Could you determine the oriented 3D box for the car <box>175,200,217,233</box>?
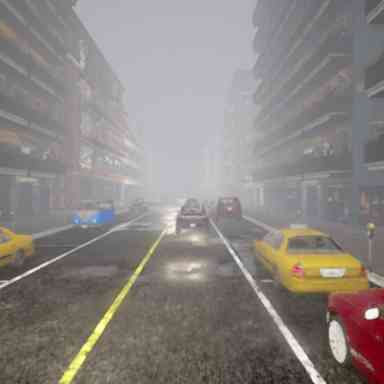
[{"bbox_3d":[0.052,1.454,19.137,2.128,1.511,4.902,0,0,0],"label":"car"}]

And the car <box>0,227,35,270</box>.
[{"bbox_3d":[-5.708,1.515,8.309,1.752,1.417,4.829,0,0,0],"label":"car"}]

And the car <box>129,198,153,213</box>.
[{"bbox_3d":[-5.784,1.397,36.787,1.967,1.590,4.097,0,0,0],"label":"car"}]

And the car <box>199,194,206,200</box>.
[{"bbox_3d":[2.552,1.377,53.771,1.967,1.590,4.097,0,0,0],"label":"car"}]

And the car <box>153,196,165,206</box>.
[{"bbox_3d":[-5.828,1.478,53.604,1.752,1.417,4.829,0,0,0],"label":"car"}]

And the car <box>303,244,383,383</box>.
[{"bbox_3d":[2.687,1.532,2.820,1.887,1.381,4.507,0,0,0],"label":"car"}]

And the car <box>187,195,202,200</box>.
[{"bbox_3d":[-0.006,1.468,42.500,1.812,1.442,4.674,0,0,0],"label":"car"}]

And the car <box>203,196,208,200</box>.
[{"bbox_3d":[2.597,1.492,36.786,2.008,1.369,4.403,0,0,0],"label":"car"}]

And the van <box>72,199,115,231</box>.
[{"bbox_3d":[-5.740,1.312,19.802,1.690,1.788,3.998,0,0,0],"label":"van"}]

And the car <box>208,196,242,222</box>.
[{"bbox_3d":[2.626,1.265,25.461,2.192,1.841,5.009,0,0,0],"label":"car"}]

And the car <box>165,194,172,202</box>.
[{"bbox_3d":[-5.873,1.545,70.759,1.802,1.307,4.206,0,0,0],"label":"car"}]

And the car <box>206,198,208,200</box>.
[{"bbox_3d":[2.612,1.497,31.124,2.008,1.369,4.403,0,0,0],"label":"car"}]

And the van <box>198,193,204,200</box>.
[{"bbox_3d":[2.445,1.327,93.401,1.690,1.788,3.998,-1,0,0],"label":"van"}]

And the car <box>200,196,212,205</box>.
[{"bbox_3d":[2.537,1.505,59.430,1.947,1.339,4.313,0,0,0],"label":"car"}]

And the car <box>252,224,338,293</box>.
[{"bbox_3d":[2.671,1.500,8.648,1.752,1.417,4.829,0,0,0],"label":"car"}]
